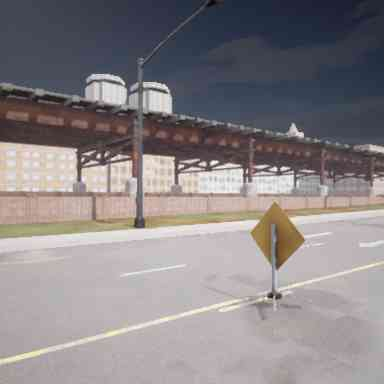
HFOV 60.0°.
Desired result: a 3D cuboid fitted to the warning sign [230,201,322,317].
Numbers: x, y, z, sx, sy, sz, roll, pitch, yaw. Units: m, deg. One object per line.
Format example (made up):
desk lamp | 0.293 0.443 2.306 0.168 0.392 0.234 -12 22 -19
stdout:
warning sign | 1.554 1.121 6.281 1.060 1.860 1.300 1 -1 -36
